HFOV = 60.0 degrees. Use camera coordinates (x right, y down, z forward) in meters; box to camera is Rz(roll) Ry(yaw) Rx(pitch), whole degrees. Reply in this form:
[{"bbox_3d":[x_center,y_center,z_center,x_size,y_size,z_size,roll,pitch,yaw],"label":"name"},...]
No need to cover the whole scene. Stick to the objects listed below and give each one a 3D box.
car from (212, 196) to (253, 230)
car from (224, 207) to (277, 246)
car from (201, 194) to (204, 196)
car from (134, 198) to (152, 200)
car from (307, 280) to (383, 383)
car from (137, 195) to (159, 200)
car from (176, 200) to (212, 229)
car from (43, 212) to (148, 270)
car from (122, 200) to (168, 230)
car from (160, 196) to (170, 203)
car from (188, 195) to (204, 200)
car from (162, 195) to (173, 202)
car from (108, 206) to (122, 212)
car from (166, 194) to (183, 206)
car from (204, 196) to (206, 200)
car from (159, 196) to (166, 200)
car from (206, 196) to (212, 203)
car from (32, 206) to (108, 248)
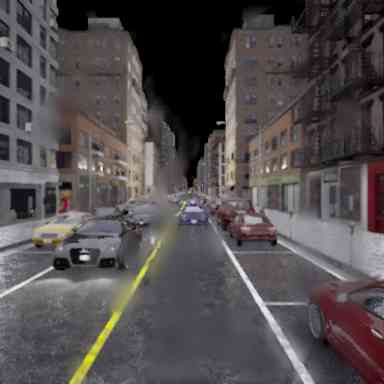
[{"bbox_3d":[2.652,1.283,20.639,2.192,1.841,5.009,0,0,0],"label":"car"},{"bbox_3d":[2.648,1.560,14.958,1.802,1.307,4.206,0,0,0],"label":"car"},{"bbox_3d":[2.786,1.380,55.080,1.882,1.535,5.008,0,0,0],"label":"car"},{"bbox_3d":[-5.366,1.512,32.002,1.947,1.339,4.313,0,0,0],"label":"car"},{"bbox_3d":[2.640,1.578,3.595,1.802,1.307,4.206,0,0,0],"label":"car"},{"bbox_3d":[-5.363,1.250,37.683,2.192,1.841,5.009,0,0,0],"label":"car"},{"bbox_3d":[0.112,1.492,21.088,1.812,1.442,4.674,0,0,0],"label":"car"},{"bbox_3d":[-2.826,1.549,10.800,1.994,1.385,4.181,0,0,1],"label":"car"},{"bbox_3d":[-2.781,1.472,20.875,1.837,1.490,4.892,0,0,1],"label":"car"},{"bbox_3d":[-5.345,1.462,66.093,1.802,1.307,4.206,0,0,0],"label":"car"},{"bbox_3d":[0.127,1.476,40.835,2.033,1.411,5.357,0,0,0],"label":"car"},{"bbox_3d":[-5.341,1.419,71.774,2.008,1.369,4.403,0,0,0],"label":"car"},{"bbox_3d":[-5.374,1.533,20.639,1.947,1.339,4.313,0,0,0],"label":"car"},{"bbox_3d":[-2.791,1.412,52.519,1.837,1.490,4.892,0,0,0],"label":"car"},{"bbox_3d":[2.666,1.475,43.364,2.008,1.369,4.403,0,0,0],"label":"car"},{"bbox_3d":[-5.355,1.354,49.047,1.967,1.590,4.097,0,0,0],"label":"car"},{"bbox_3d":[2.659,1.386,32.002,1.967,1.590,4.097,0,0,0],"label":"car"},{"bbox_3d":[-5.378,1.504,14.787,1.752,1.417,4.829,0,0,0],"label":"car"}]
